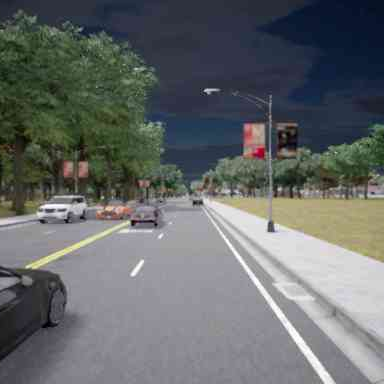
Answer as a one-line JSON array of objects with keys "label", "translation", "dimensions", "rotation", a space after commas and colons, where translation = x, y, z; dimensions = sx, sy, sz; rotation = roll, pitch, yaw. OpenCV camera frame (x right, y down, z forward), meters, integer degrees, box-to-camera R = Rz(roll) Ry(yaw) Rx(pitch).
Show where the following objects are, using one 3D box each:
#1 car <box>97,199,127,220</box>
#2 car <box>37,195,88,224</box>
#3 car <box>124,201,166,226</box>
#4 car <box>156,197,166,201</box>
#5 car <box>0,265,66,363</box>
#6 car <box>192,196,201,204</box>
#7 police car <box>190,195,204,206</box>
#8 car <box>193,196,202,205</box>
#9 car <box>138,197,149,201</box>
[{"label": "car", "translation": [-6.582, 1.427, 28.508], "dimensions": [2.097, 1.767, 4.553], "rotation": [0, 0, 0]}, {"label": "car", "translation": [-9.836, 1.290, 25.726], "dimensions": [2.150, 2.045, 5.566], "rotation": [0, 0, 0]}, {"label": "car", "translation": [-3.138, 1.609, 23.678], "dimensions": [2.033, 1.411, 5.357], "rotation": [0, 0, 0]}, {"label": "car", "translation": [-6.467, 1.765, 69.615], "dimensions": [1.994, 1.385, 4.181], "rotation": [0, 0, 0]}, {"label": "car", "translation": [-3.148, 1.536, 4.023], "dimensions": [1.812, 1.442, 4.674], "rotation": [0, 0, 0]}, {"label": "car", "translation": [1.009, 1.696, 73.309], "dimensions": [1.801, 1.575, 5.366], "rotation": [0, 0, 0]}, {"label": "police car", "translation": [1.002, 1.601, 57.229], "dimensions": [1.930, 1.638, 5.238], "rotation": [0, 0, 0]}, {"label": "car", "translation": [1.007, 1.670, 67.309], "dimensions": [1.801, 1.575, 5.366], "rotation": [0, 0, 0]}, {"label": "car", "translation": [-9.722, 1.764, 66.692], "dimensions": [1.994, 1.385, 4.181], "rotation": [0, 0, 0]}]
